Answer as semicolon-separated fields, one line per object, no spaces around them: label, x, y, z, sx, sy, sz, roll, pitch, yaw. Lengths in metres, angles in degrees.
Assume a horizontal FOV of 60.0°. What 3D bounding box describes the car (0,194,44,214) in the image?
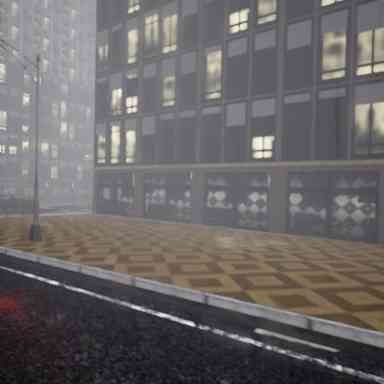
car;-17.544;1.120;32.054;2.192;1.841;5.009;1;0;37

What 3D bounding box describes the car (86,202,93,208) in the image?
car;-10.725;1.433;41.250;1.752;1.417;4.829;1;0;37

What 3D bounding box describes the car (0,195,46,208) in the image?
car;-21.018;1.143;41.439;1.752;1.417;4.829;1;0;37
